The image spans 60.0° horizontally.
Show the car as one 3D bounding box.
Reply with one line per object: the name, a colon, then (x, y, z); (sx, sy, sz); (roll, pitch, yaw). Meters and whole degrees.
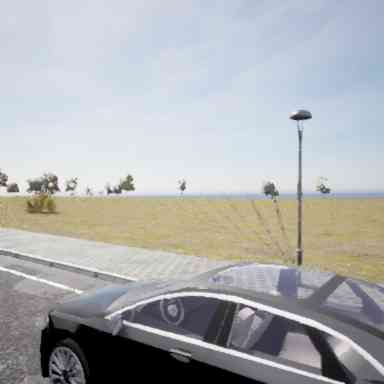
car: (0.450, 1.485, 3.234); (4.902, 1.511, 2.128); (1, 0, 36)
